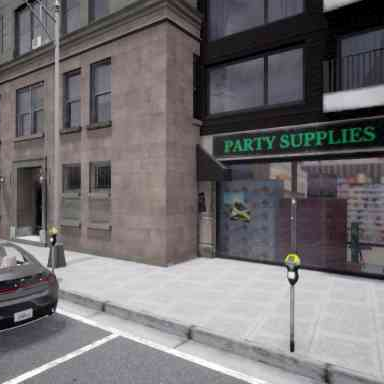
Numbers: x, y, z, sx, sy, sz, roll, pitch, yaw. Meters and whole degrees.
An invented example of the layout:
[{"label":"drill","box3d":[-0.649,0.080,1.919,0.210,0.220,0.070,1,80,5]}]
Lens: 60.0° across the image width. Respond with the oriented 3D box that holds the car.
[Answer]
[{"label":"car","box3d":[-4.216,1.551,6.090,4.403,1.369,2.008,0,0,36]}]
